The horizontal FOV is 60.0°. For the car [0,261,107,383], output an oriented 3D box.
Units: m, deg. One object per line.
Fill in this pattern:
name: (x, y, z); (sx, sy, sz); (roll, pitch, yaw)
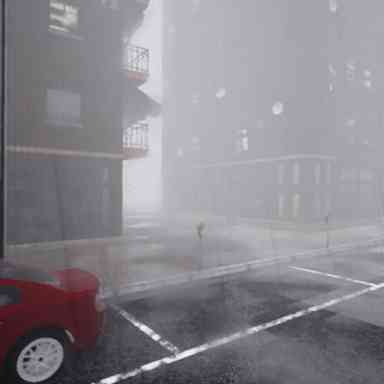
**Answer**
car: (-3.271, 1.549, 3.754); (4.507, 1.381, 1.887); (-1, 1, -35)
